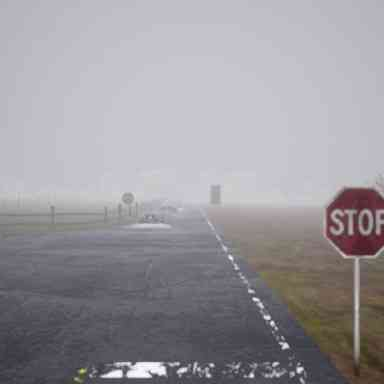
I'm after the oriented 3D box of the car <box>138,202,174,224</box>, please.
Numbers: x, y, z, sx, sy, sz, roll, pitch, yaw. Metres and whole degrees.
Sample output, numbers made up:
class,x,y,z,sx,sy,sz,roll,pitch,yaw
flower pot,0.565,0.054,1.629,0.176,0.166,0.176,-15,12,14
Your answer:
class,x,y,z,sx,sy,sz,roll,pitch,yaw
car,-2.950,1.731,26.621,1.994,1.385,4.181,0,0,4

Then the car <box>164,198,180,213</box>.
class,x,y,z,sx,sy,sz,roll,pitch,yaw
car,-2.784,1.737,41.198,1.882,1.535,5.008,0,-1,0

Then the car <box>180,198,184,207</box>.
class,x,y,z,sx,sy,sz,roll,pitch,yaw
car,-2.794,1.953,55.791,1.895,1.301,4.718,0,0,0

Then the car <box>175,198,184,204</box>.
class,x,y,z,sx,sy,sz,roll,pitch,yaw
car,-2.811,2.024,76.871,2.033,1.411,5.357,0,0,0
